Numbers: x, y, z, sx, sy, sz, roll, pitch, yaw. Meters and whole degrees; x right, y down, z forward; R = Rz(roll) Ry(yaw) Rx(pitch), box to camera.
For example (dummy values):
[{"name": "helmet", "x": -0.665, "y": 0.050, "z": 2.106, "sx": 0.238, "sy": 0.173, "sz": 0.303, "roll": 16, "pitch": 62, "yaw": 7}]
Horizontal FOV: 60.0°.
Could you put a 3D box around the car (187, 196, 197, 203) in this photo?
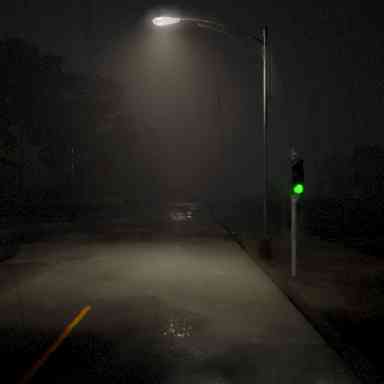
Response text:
[{"name": "car", "x": 0.041, "y": 1.493, "z": 67.615, "sx": 1.837, "sy": 1.490, "sz": 4.892, "roll": 0, "pitch": 0, "yaw": 0}]
